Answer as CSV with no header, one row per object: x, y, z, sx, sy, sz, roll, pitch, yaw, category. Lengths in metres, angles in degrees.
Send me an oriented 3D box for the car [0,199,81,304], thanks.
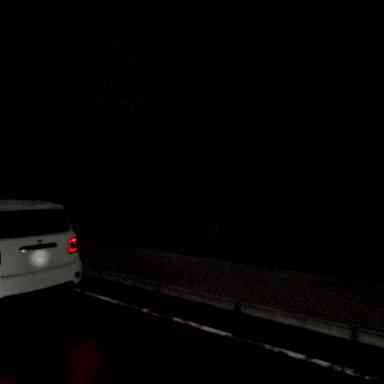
-4.749,1.176,7.212,5.566,2.045,2.150,0,0,36,car
